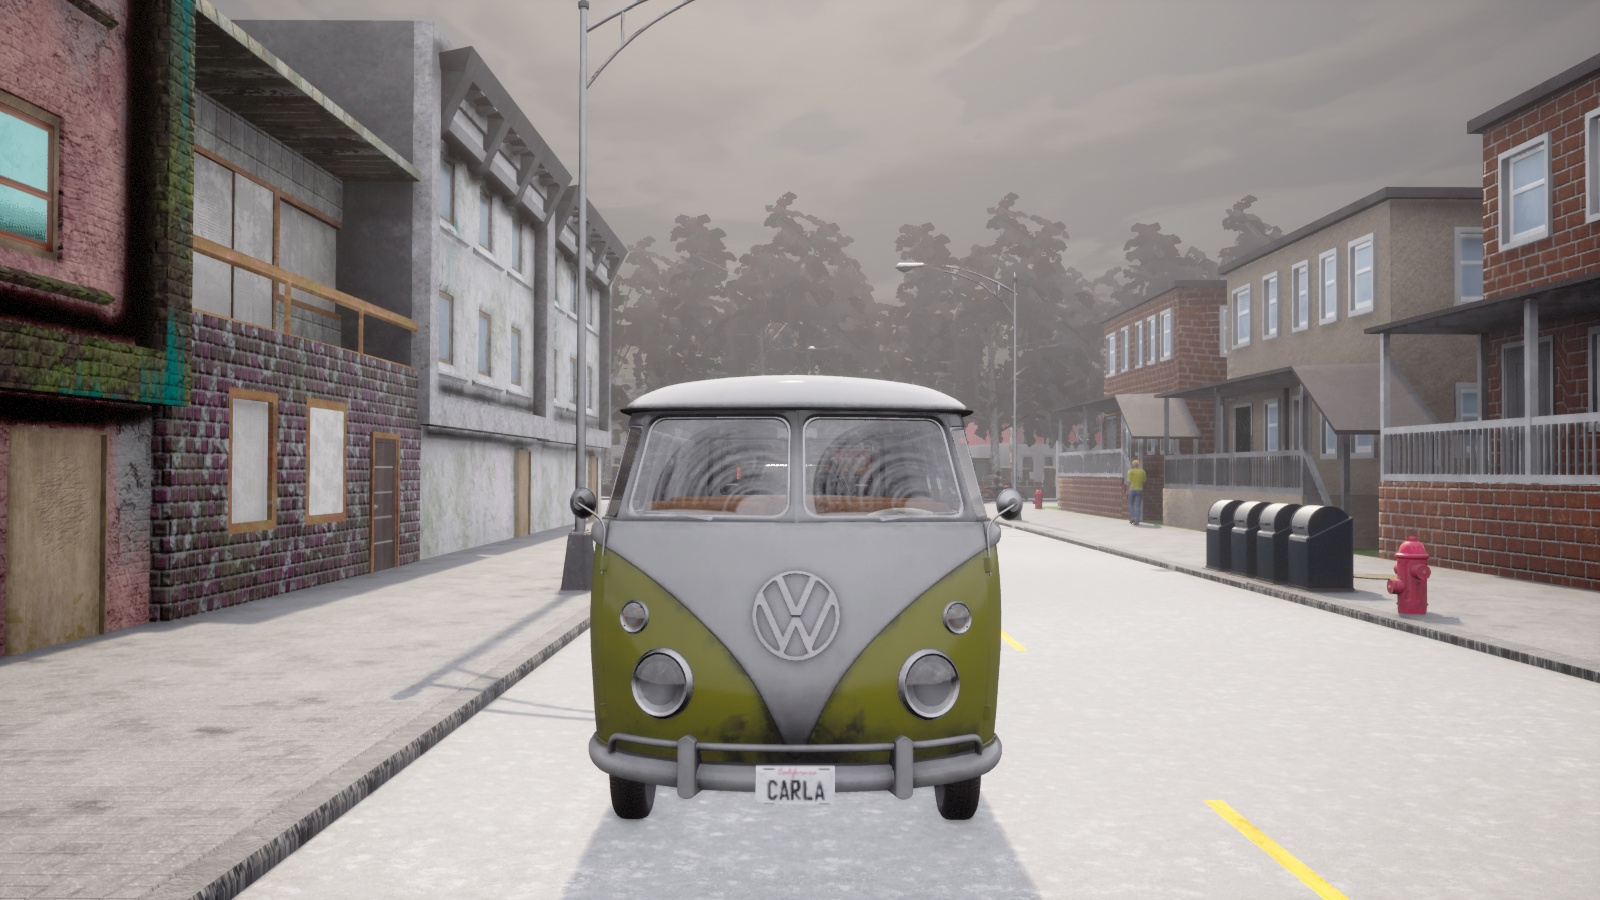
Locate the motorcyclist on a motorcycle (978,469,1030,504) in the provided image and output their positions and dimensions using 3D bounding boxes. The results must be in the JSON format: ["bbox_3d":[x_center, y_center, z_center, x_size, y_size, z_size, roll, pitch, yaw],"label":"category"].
[{"bbox_3d":[9.724,1.728,59.831,2.350,1.649,0.766,0,0,-9],"label":"motorcyclist on a motorcycle"}]

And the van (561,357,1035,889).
[{"bbox_3d":[-0.016,0.684,6.936,1.775,1.987,4.442,0,-1,0],"label":"van"}]

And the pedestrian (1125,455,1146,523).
[{"bbox_3d":[9.226,1.066,34.566,0.354,1.836,0.706,0,-1,-2],"label":"pedestrian"}]
